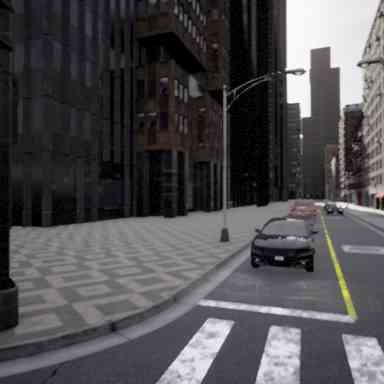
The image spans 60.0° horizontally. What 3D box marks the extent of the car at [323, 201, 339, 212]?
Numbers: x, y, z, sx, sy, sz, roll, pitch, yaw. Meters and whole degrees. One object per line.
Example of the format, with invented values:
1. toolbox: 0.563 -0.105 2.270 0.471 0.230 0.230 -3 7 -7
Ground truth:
1. car: 21.630 2.215 51.861 2.128 1.511 4.902 0 -1 20

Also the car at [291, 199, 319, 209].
1. car: 10.504 1.689 30.998 2.150 2.045 5.566 0 -1 20

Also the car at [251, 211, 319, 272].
1. car: 3.398 1.660 11.849 1.882 1.535 5.008 0 -1 21

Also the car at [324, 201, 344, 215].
1. car: 17.912 2.206 41.800 1.895 1.301 4.718 0 -1 20

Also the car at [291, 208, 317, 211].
1. car: 6.844 1.923 21.138 1.895 1.301 4.718 0 -1 20
